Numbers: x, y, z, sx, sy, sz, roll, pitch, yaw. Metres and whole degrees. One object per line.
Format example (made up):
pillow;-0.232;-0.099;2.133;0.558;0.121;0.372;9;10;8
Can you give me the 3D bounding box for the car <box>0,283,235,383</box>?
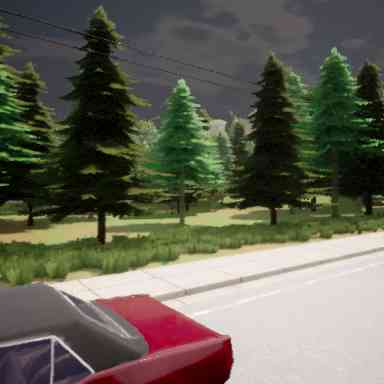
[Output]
car;-1.996;1.607;2.610;4.718;1.301;1.895;0;0;-35
